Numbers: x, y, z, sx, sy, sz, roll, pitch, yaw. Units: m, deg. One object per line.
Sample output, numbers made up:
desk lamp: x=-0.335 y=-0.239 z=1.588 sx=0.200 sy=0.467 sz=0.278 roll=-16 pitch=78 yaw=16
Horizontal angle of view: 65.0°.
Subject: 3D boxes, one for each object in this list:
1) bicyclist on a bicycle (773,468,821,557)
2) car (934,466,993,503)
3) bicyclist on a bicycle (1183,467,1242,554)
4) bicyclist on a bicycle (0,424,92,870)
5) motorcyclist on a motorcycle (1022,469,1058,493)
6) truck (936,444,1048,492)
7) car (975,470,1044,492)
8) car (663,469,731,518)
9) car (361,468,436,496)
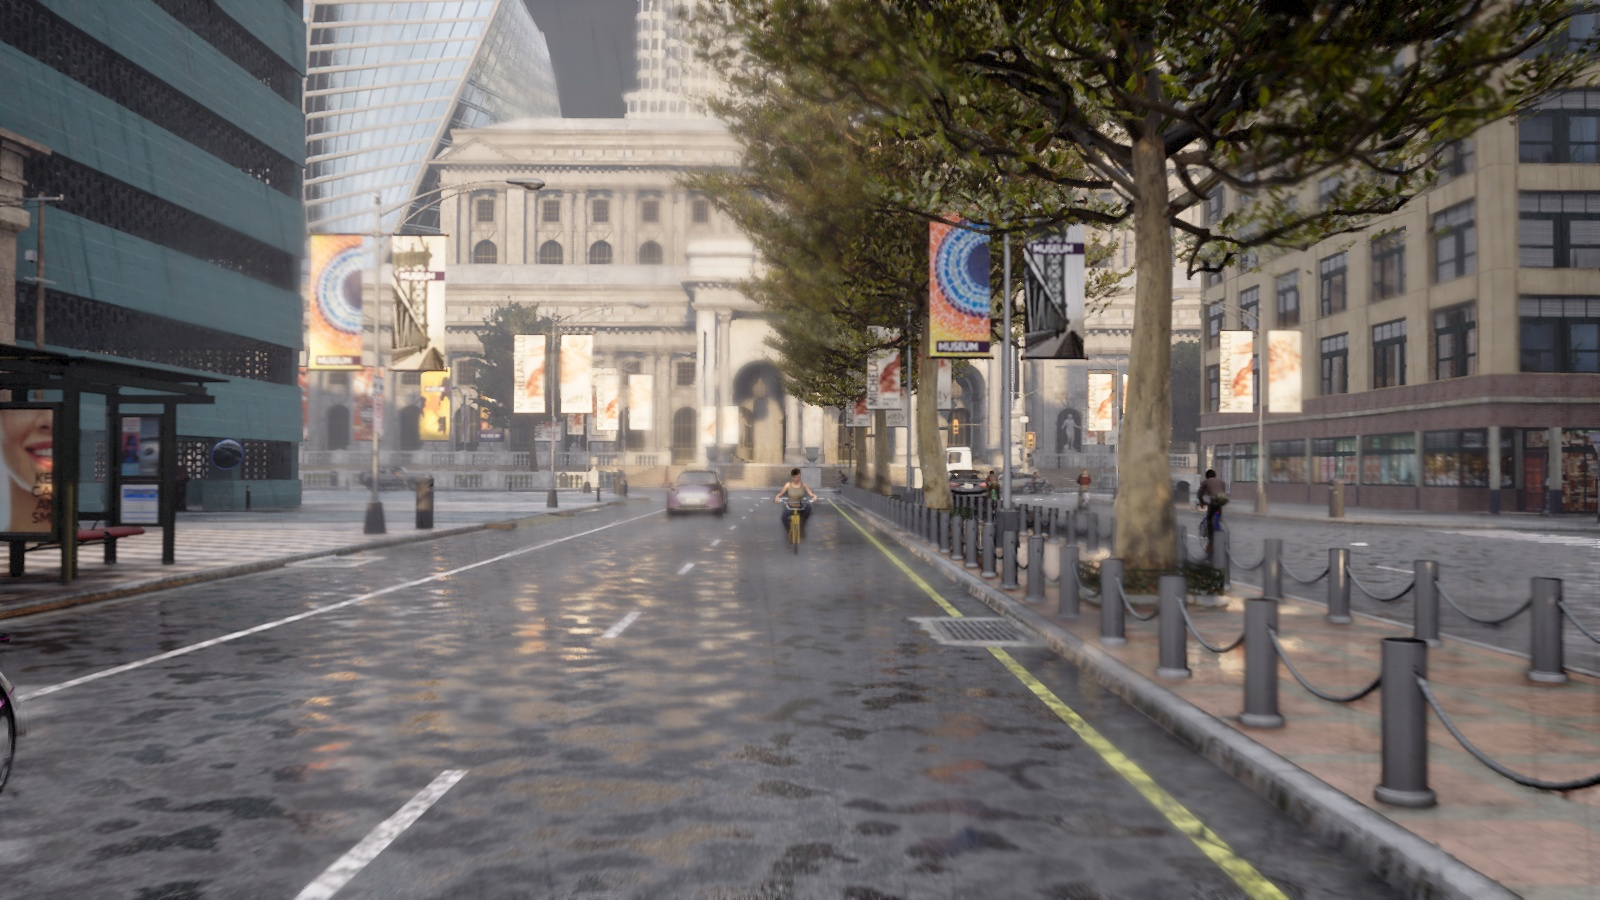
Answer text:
bicyclist on a bicycle: x=-0.063 y=1.148 z=23.662 sx=0.866 sy=1.612 sz=1.509 roll=0 pitch=-1 yaw=0
car: x=7.850 y=1.642 z=60.579 sx=2.242 sy=1.667 sz=4.611 roll=0 pitch=-1 yaw=0
bicyclist on a bicycle: x=7.940 y=1.142 z=24.250 sx=0.582 sy=1.620 sz=1.656 roll=0 pitch=-1 yaw=0
bicyclist on a bicycle: x=-3.512 y=0.778 z=4.711 sx=0.659 sy=1.776 sz=1.843 roll=0 pitch=-1 yaw=0
motorcyclist on a motorcycle: x=16.593 y=2.155 z=86.998 sx=2.350 sy=1.649 sz=0.766 roll=0 pitch=-1 yaw=0
truck: x=14.287 y=1.349 z=94.016 sx=7.936 sy=3.462 sz=2.891 roll=0 pitch=-1 yaw=0
car: x=15.014 y=2.210 z=90.098 sx=4.514 sy=1.525 sz=2.007 roll=0 pitch=-1 yaw=-7
car: x=-3.610 y=1.508 z=44.865 sx=2.033 sy=1.649 sz=4.856 roll=0 pitch=-1 yaw=0
car: x=-27.829 y=2.200 z=87.063 sx=4.605 sy=1.855 sz=1.932 roll=0 pitch=-1 yaw=0
